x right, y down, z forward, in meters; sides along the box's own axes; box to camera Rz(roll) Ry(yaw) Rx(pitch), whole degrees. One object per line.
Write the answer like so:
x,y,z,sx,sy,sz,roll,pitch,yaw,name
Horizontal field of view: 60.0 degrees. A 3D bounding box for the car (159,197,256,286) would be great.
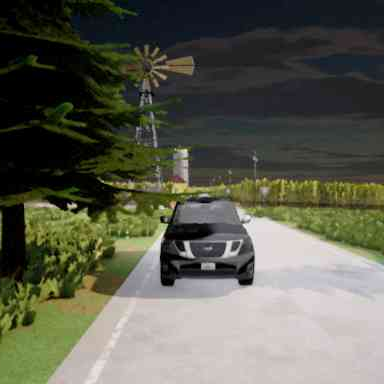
0.360,1.178,9.666,2.150,2.045,5.566,0,0,0,car
